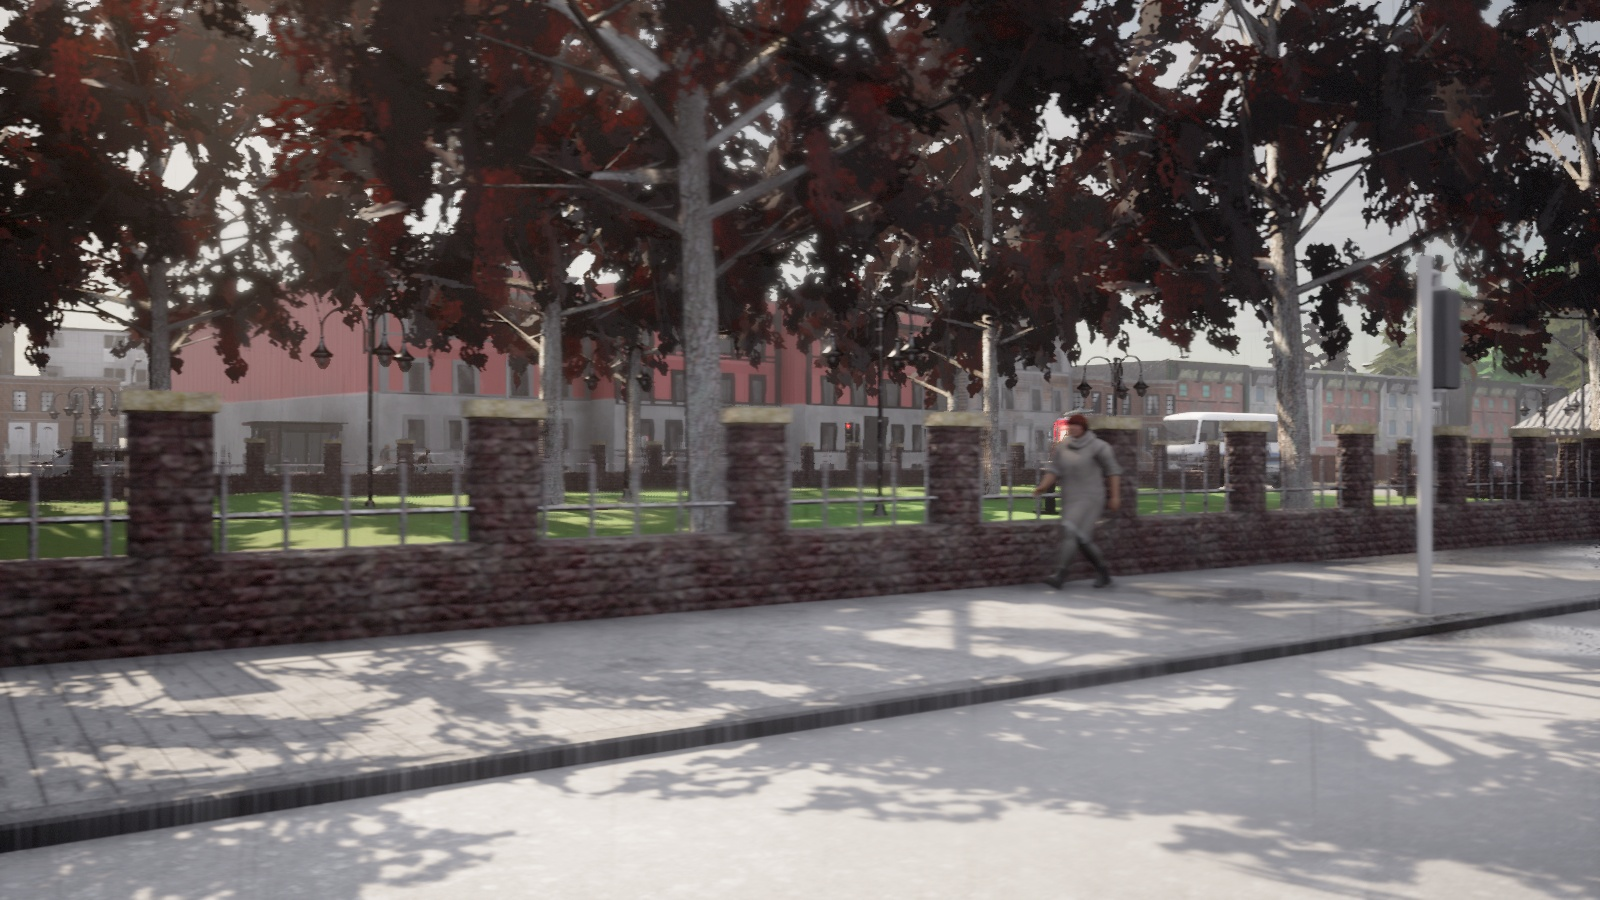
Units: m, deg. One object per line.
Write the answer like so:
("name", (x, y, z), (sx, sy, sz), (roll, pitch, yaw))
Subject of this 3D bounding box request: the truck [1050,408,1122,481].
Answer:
("truck", (15.850, -0.284, 70.110), (2.891, 3.827, 8.468), (0, 0, 6))

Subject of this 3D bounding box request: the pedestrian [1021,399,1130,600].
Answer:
("pedestrian", (2.788, 0.479, 12.706), (0.873, 1.952, 0.659), (0, 0, -35))

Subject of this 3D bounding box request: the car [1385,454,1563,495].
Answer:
("car", (24.452, 0.851, 45.747), (2.033, 1.411, 5.357), (0, 0, -37))

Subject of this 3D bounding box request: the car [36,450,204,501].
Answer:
("car", (-23.358, 0.830, 43.203), (4.856, 1.649, 2.033), (0, 0, -35))

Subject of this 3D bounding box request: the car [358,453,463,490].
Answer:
("car", (-16.399, 0.874, 52.933), (3.806, 1.475, 1.970), (0, 0, -35))

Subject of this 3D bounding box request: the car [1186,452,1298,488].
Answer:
("car", (18.860, 0.849, 53.743), (1.816, 1.474, 4.193), (0, 0, -37))

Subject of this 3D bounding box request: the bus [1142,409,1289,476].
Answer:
("bus", (27.765, -0.488, 83.732), (10.273, 4.253, 3.944), (0, 0, -35))
